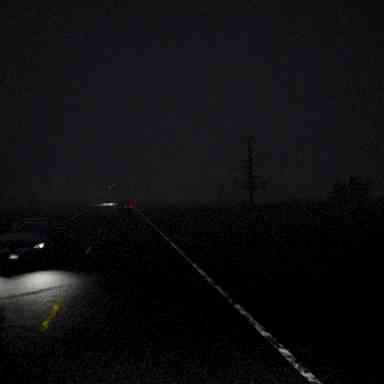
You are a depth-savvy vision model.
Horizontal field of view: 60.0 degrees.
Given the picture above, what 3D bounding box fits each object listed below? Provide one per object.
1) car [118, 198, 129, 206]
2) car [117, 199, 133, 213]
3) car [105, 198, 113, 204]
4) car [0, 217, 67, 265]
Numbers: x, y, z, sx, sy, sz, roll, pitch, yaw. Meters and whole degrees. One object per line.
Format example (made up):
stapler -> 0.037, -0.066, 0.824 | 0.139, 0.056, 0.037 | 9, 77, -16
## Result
car -> -13.435, 1.986, 65.309 | 1.994, 1.385, 4.181 | -2, 0, -11
car -> -8.401, 1.815, 41.991 | 2.033, 1.411, 5.357 | -2, 0, -12
car -> -21.036, 2.247, 83.984 | 1.895, 1.301, 4.718 | -2, 0, -12
car -> -5.875, 1.707, 12.353 | 1.812, 1.442, 4.674 | -2, 0, -12
